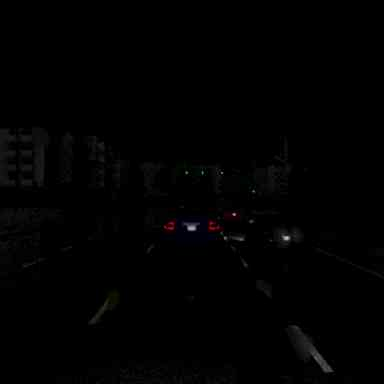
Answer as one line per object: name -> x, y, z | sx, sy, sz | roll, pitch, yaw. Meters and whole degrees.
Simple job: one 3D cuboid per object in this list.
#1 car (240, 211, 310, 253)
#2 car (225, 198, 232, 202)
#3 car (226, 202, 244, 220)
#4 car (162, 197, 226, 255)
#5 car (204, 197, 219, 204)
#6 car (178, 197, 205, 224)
car -> 3.495, 1.697, 14.293 | 1.994, 1.385, 4.181 | 0, 0, 0
car -> 8.054, 2.279, 86.593 | 1.882, 1.535, 5.008 | 0, -1, 28
car -> 3.482, 1.836, 29.294 | 1.994, 1.385, 4.181 | 0, 0, 0
car -> -0.010, 1.347, 14.019 | 2.150, 2.045, 5.566 | 0, 0, 0
car -> 5.163, 2.175, 88.587 | 2.097, 1.767, 4.553 | 0, -1, 31
car -> -0.028, 1.486, 29.025 | 2.150, 2.045, 5.566 | 0, 0, 0
